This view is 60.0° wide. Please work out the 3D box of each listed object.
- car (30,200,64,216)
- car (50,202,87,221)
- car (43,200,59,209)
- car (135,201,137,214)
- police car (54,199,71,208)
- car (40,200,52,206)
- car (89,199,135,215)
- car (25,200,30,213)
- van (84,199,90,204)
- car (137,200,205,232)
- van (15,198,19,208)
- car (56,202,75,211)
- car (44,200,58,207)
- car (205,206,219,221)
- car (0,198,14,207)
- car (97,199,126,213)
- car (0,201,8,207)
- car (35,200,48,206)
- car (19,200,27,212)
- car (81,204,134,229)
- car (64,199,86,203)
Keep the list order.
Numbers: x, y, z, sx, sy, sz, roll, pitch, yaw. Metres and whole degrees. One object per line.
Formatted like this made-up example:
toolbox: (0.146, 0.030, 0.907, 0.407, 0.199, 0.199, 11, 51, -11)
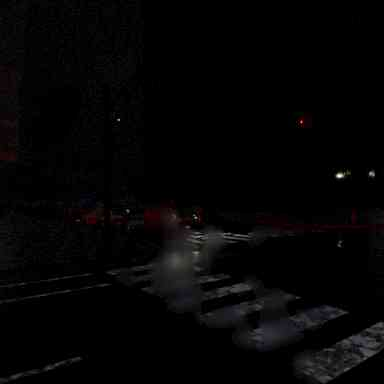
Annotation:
car: (-17.731, 1.902, 40.427, 2.192, 1.841, 5.009, -1, 0, -35)
car: (-12.068, 2.006, 32.460, 2.008, 1.369, 4.403, -1, 0, -35)
car: (-26.910, 2.390, 63.501, 1.837, 1.490, 4.892, 0, -1, -35)
car: (-5.332, 2.008, 37.723, 1.802, 1.307, 4.206, -1, 0, -35)
police car: (-25.483, 2.311, 65.406, 1.930, 1.638, 5.238, 0, -1, -35)
car: (-34.769, 2.664, 79.151, 1.947, 1.339, 4.313, -1, 0, -35)
car: (-7.407, 1.738, 30.513, 2.097, 1.767, 4.553, 0, -1, -35)
car: (-20.555, 2.198, 44.411, 1.887, 1.381, 4.507, -1, 0, -35)
van: (-17.100, 2.041, 54.328, 1.690, 1.788, 3.998, -1, 0, -35)
car: (-1.515, 1.599, 22.150, 2.097, 1.767, 4.553, 0, -1, -34)
van: (-26.217, 2.125, 52.378, 1.690, 1.788, 3.998, -1, 0, -35)
car: (-21.156, 2.318, 55.390, 1.994, 1.385, 4.181, 0, -1, -35)
car: (-31.756, 2.599, 74.909, 1.947, 1.339, 4.313, -1, 0, -35)
car: (0.548, 1.832, 29.421, 1.887, 1.381, 4.507, -1, 0, -35)
car: (-41.315, 2.669, 73.644, 1.887, 1.381, 4.507, -1, 0, -35)
car: (-11.219, 1.879, 46.026, 2.192, 1.841, 5.009, -1, 0, -35)
car: (-44.427, 2.773, 78.028, 1.802, 1.307, 4.206, -1, 0, -35)
car: (-37.780, 2.714, 83.392, 2.008, 1.369, 4.403, -1, 0, -35)
car: (-23.386, 2.159, 48.394, 1.967, 1.590, 4.097, -1, 0, -35)
car: (-6.313, 1.845, 24.354, 1.752, 1.417, 4.829, -1, 0, -35)
car: (-15.625, 2.068, 42.116, 2.128, 1.511, 4.902, 0, 0, -35)
